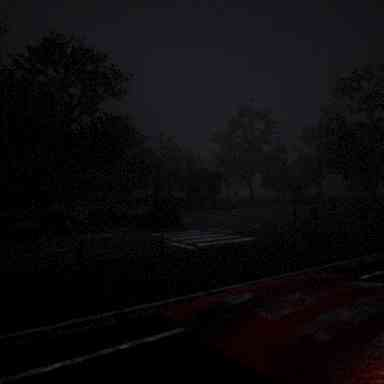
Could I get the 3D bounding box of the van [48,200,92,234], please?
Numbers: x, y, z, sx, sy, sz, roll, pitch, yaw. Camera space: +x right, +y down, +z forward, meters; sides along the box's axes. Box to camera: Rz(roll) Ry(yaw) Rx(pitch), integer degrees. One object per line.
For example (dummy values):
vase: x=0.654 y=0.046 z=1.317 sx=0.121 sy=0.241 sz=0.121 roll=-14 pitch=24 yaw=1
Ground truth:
van: x=-7.823 y=1.510 z=21.022 sx=1.878 sy=1.987 sz=4.442 roll=1 pitch=-1 yaw=-36

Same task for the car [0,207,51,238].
car: x=-10.167 y=1.721 z=19.526 sx=2.163 sy=1.488 sz=4.792 roll=1 pitch=-1 yaw=-36
